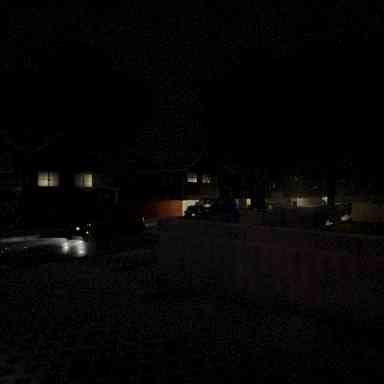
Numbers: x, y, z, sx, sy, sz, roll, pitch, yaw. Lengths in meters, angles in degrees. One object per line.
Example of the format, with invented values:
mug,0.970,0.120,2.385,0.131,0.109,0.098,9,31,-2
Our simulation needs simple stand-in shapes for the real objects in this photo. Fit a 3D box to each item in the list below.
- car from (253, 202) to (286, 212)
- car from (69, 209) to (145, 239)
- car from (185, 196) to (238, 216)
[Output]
car,8.566,1.763,36.395,2.033,1.411,5.357,0,0,36
car,-4.487,1.639,18.032,1.994,1.385,4.181,0,0,35
car,1.700,1.362,26.745,2.150,2.045,5.566,0,0,35
